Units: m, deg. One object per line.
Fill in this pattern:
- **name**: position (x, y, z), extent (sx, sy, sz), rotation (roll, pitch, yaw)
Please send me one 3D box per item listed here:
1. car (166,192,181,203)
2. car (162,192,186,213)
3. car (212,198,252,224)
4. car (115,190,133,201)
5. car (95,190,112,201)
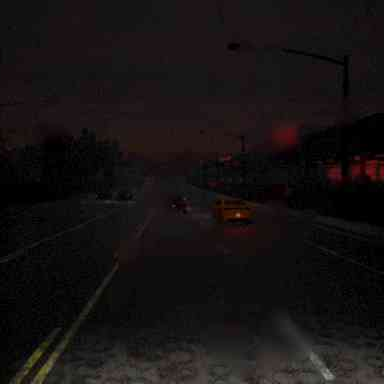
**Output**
- **car**: position (-2.674, 0.678, 47.000), extent (1.994, 1.385, 4.181), rotation (0, 1, -3)
- **car**: position (-1.577, 0.967, 28.933), extent (1.882, 1.535, 5.008), rotation (0, 1, -3)
- **car**: position (2.414, 1.091, 20.931), extent (1.882, 1.535, 5.008), rotation (0, 1, -3)
- **car**: position (-10.010, 0.431, 49.451), extent (2.097, 1.767, 4.553), rotation (0, 2, -3)
- **car**: position (-13.620, 0.552, 51.279), extent (1.837, 1.490, 4.892), rotation (0, 1, -3)
